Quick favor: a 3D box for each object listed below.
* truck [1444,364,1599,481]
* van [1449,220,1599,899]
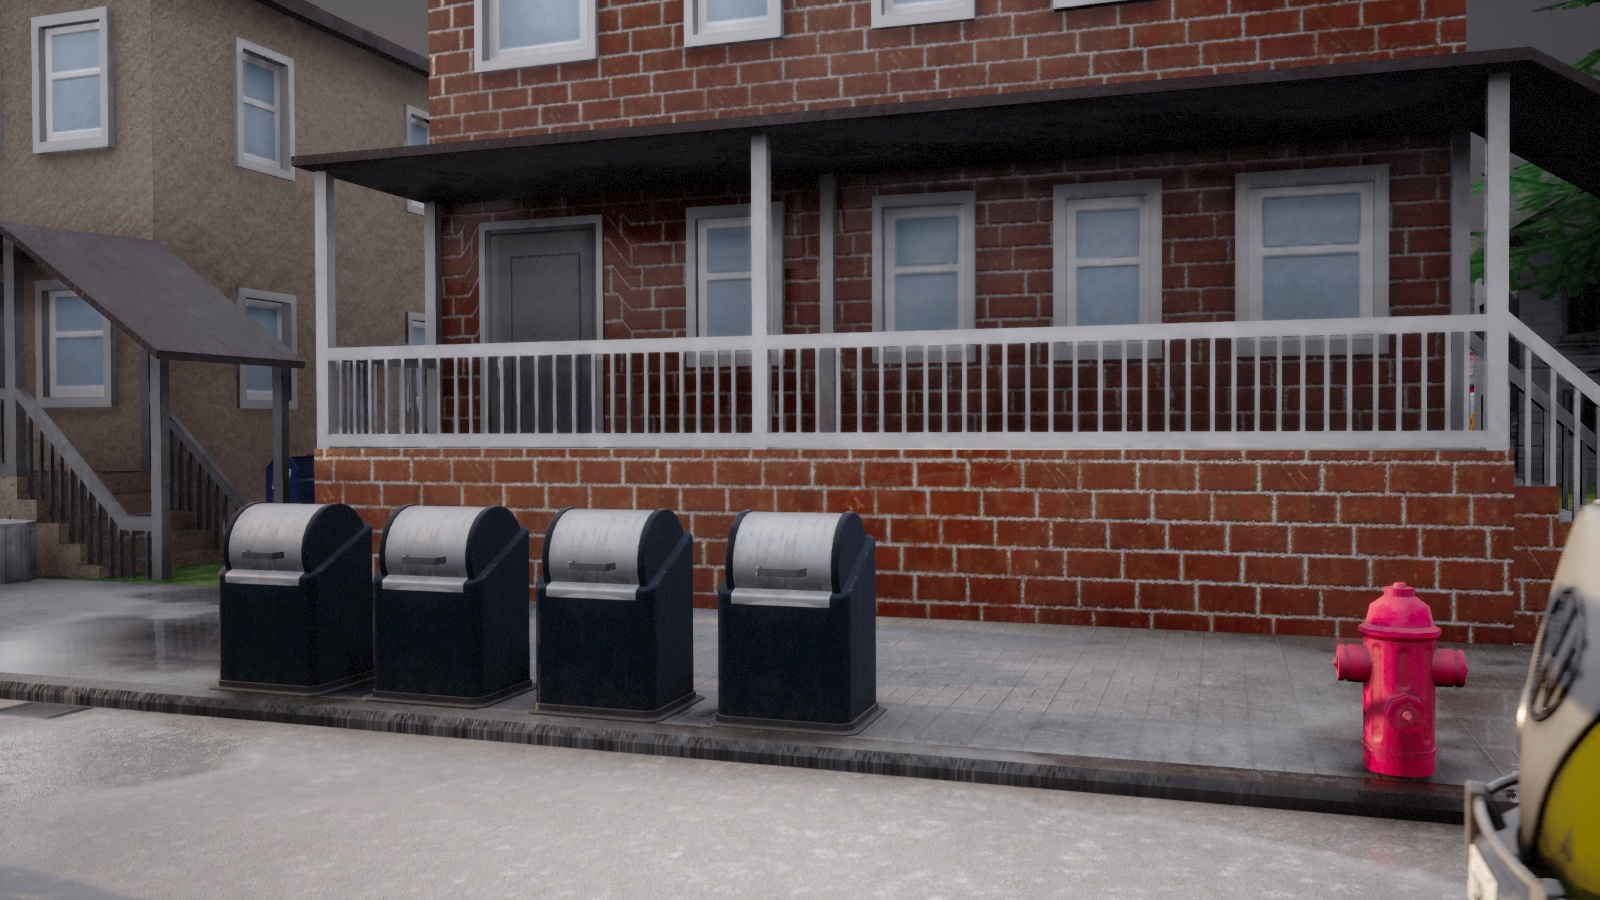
[{"bbox_3d":[26.759,-0.918,42.503,8.468,3.827,2.891,1,1,18],"label":"truck"},{"bbox_3d":[3.879,0.555,2.412,4.442,1.987,1.775,1,1,19],"label":"van"}]
